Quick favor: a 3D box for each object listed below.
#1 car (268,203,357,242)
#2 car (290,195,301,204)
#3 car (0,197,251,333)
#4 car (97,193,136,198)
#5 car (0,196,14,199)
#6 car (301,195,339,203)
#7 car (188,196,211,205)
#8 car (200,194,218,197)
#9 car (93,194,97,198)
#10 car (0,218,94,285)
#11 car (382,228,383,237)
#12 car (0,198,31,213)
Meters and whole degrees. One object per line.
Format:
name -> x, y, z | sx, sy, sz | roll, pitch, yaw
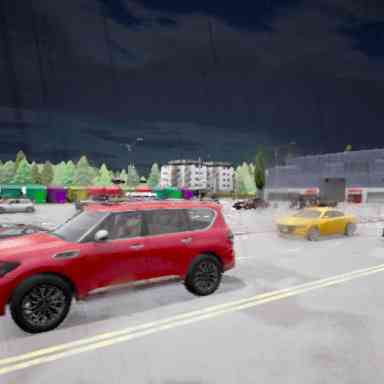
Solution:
car -> 6.437, 1.546, 17.075 | 5.008, 1.535, 1.882 | 0, 0, -35
car -> 14.426, 1.323, 43.483 | 3.866, 1.878, 1.905 | 0, 0, -35
car -> -1.544, 1.232, 7.167 | 5.566, 2.045, 2.150 | 0, 0, -35
car -> -11.218, 1.224, 49.389 | 4.605, 1.855, 1.932 | 0, 0, -35
car -> -17.076, 1.398, 31.643 | 3.806, 1.475, 1.970 | 0, 0, -35
car -> 16.050, 1.321, 41.086 | 4.605, 1.855, 1.932 | 0, 0, -35
car -> 1.429, 1.551, 61.872 | 3.806, 1.475, 1.970 | 0, 0, -35
car -> 3.089, 1.313, 59.500 | 3.866, 1.878, 1.905 | 0, 0, -35
car -> -12.836, 1.433, 51.793 | 3.905, 1.438, 1.784 | 0, 0, -35
car -> -5.048, 1.562, 8.991 | 4.181, 1.385, 1.994 | 0, 0, -35
car -> 10.972, 1.649, 15.964 | 4.181, 1.385, 1.994 | 0, 0, -35
car -> -18.743, 1.365, 34.009 | 3.905, 1.438, 1.784 | 0, 0, -35
